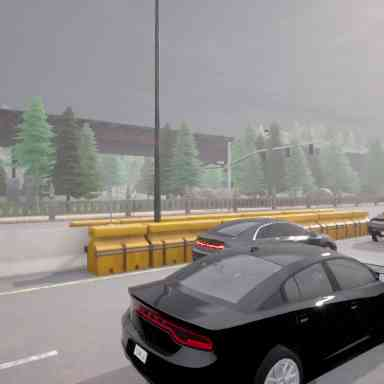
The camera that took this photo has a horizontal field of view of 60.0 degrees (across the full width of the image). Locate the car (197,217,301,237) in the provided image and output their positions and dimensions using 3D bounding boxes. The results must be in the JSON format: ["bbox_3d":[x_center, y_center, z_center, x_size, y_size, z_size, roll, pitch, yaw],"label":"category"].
[{"bbox_3d":[2.263,1.505,9.663,4.892,1.490,1.837,0,0,-35],"label":"car"}]

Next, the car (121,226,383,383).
[{"bbox_3d":[1.494,1.478,4.812,5.008,1.535,1.882,0,0,-36],"label":"car"}]

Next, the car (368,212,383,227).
[{"bbox_3d":[9.931,1.491,15.135,4.902,1.511,2.128,0,0,-36],"label":"car"}]
